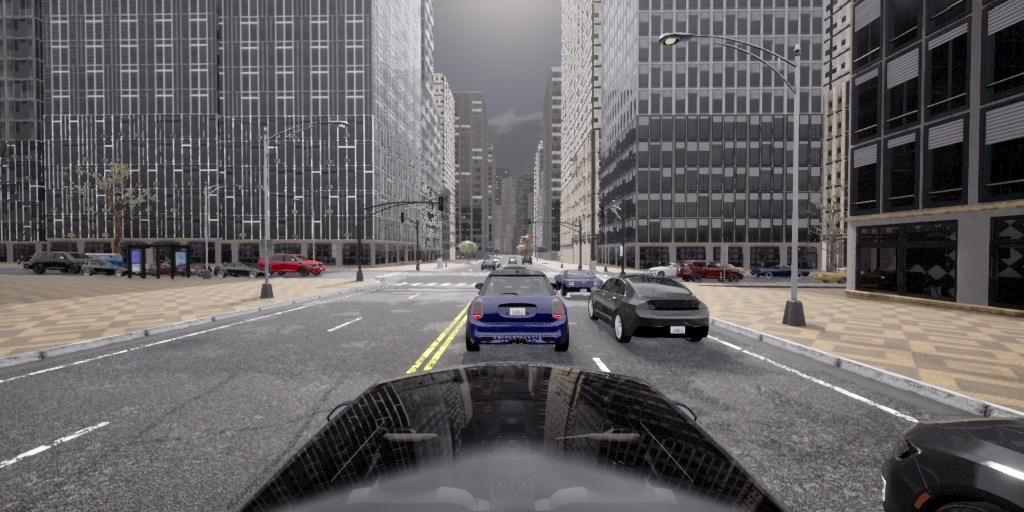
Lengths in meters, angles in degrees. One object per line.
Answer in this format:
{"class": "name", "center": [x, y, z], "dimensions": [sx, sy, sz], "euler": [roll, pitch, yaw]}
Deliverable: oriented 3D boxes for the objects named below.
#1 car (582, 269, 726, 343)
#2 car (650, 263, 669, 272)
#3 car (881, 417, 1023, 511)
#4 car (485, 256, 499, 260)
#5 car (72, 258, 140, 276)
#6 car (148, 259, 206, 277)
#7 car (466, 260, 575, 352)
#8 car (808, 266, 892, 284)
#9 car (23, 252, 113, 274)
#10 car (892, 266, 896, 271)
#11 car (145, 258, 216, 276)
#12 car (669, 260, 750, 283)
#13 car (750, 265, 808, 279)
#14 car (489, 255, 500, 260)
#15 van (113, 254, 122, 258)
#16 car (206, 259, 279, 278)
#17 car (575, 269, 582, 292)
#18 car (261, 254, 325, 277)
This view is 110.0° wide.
{"class": "car", "center": [3.362, 1.251, 9.700], "dimensions": [1.837, 1.490, 4.892], "euler": [0, 0, 0]}
{"class": "car", "center": [15.948, 1.384, 35.469], "dimensions": [4.674, 1.442, 1.812], "euler": [0, 1, -1]}
{"class": "car", "center": [3.344, 1.255, 0.298], "dimensions": [1.837, 1.490, 4.892], "euler": [0, 0, 0]}
{"class": "car", "center": [-3.264, 1.193, 50.625], "dimensions": [1.882, 1.535, 5.008], "euler": [0, 0, 0]}
{"class": "car", "center": [-34.050, 1.070, 30.605], "dimensions": [4.313, 1.339, 1.948], "euler": [0, 0, 1]}
{"class": "car", "center": [-28.369, 1.139, 30.422], "dimensions": [4.207, 1.307, 1.802], "euler": [0, 0, 1]}
{"class": "car", "center": [0.111, 1.099, 9.091], "dimensions": [2.097, 1.767, 4.553], "euler": [0, 0, 0]}
{"class": "car", "center": [27.686, 1.579, 29.473], "dimensions": [4.829, 1.417, 1.751], "euler": [0, 0, 1]}
{"class": "car", "center": [-41.327, 0.616, 33.403], "dimensions": [5.566, 2.045, 2.150], "euler": [1, 1, 2]}
{"class": "car", "center": [33.156, 1.685, 29.370], "dimensions": [4.207, 1.307, 1.802], "euler": [0, 0, 1]}
{"class": "car", "center": [-30.590, 0.998, 33.159], "dimensions": [4.892, 1.490, 1.837], "euler": [1, 1, 1]}
{"class": "car", "center": [16.238, 1.269, 29.689], "dimensions": [5.009, 1.841, 2.192], "euler": [0, 0, 1]}
{"class": "car", "center": [26.227, 1.550, 35.279], "dimensions": [4.718, 1.301, 1.895], "euler": [1, 1, 1]}
{"class": "car", "center": [-3.233, 0.926, 60.573], "dimensions": [2.150, 2.045, 5.566], "euler": [0, 0, 0]}
{"class": "van", "center": [-45.227, 0.606, 39.284], "dimensions": [3.998, 1.789, 1.690], "euler": [0, 0, 1]}
{"class": "car", "center": [-22.686, 1.174, 30.280], "dimensions": [4.313, 1.339, 1.948], "euler": [0, 0, 1]}
{"class": "car", "center": [3.379, 1.342, 19.127], "dimensions": [1.895, 1.301, 4.718], "euler": [0, 0, 0]}
{"class": "car", "center": [-20.231, 0.809, 32.929], "dimensions": [5.566, 2.045, 2.150], "euler": [0, 1, 1]}
